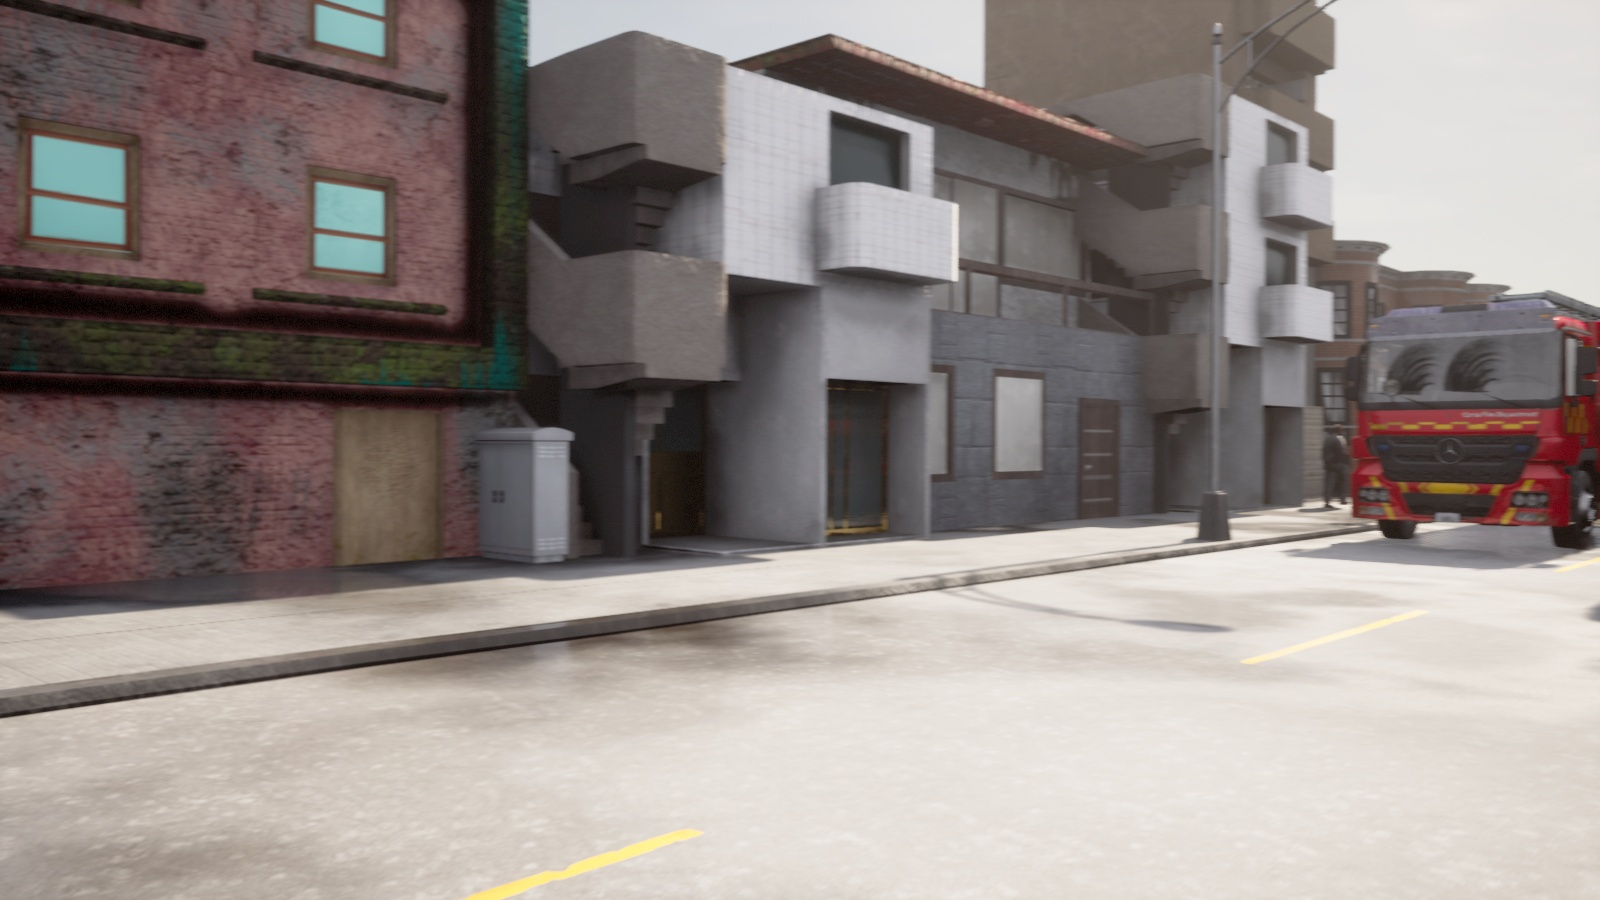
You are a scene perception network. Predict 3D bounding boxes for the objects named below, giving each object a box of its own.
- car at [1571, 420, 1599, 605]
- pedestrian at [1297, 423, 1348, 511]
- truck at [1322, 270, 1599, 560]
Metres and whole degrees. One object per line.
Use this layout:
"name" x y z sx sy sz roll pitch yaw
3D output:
"car" 9.453 0.573 12.418 2.242 1.667 4.611 1 0 43
"pedestrian" 11.245 0.360 27.020 0.849 1.883 0.563 0 0 -22
"truck" 11.675 -0.473 20.687 2.891 3.827 8.468 1 0 43
